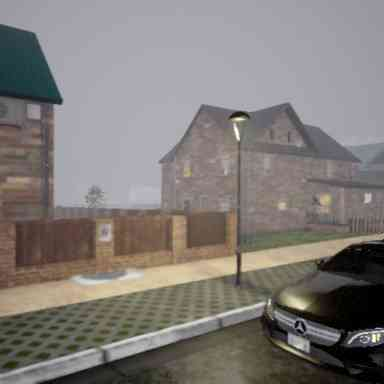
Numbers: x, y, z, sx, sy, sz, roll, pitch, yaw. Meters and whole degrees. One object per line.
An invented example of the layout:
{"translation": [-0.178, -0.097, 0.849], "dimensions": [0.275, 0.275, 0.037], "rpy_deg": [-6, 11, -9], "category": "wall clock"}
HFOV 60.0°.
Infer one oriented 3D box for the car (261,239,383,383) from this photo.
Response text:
{"translation": [3.171, 1.554, 5.332], "dimensions": [4.674, 1.442, 1.812], "rpy_deg": [0, 0, -35], "category": "car"}
